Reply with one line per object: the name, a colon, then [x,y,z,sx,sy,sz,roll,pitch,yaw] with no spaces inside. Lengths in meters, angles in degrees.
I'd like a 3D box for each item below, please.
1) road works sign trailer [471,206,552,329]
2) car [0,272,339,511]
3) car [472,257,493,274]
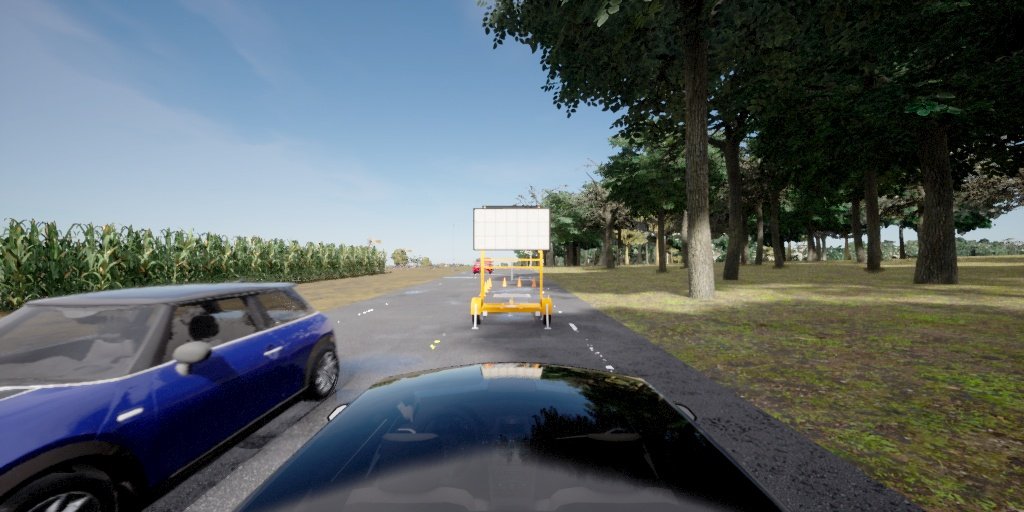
road works sign trailer: [-0.004,0.230,11.284,2.380,3.560,2.880,0,0,1]
car: [-3.602,1.103,3.383,2.097,1.767,4.553,0,0,0]
car: [-3.526,1.142,43.846,2.150,2.045,5.566,0,0,0]
